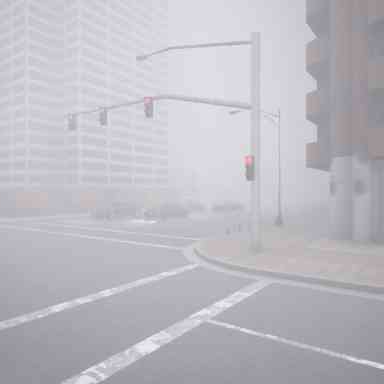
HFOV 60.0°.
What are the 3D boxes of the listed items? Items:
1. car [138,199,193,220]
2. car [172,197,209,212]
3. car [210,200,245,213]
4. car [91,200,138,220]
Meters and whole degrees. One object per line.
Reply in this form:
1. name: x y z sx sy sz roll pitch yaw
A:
1. car: -2.131 1.564 27.947 1.994 1.385 4.181 0 0 35
2. car: -0.205 1.564 36.752 1.994 1.385 4.181 0 0 35
3. car: 3.946 1.600 36.565 1.895 1.301 4.718 0 0 35
4. car: -6.241 1.505 28.188 1.837 1.490 4.892 0 0 35
